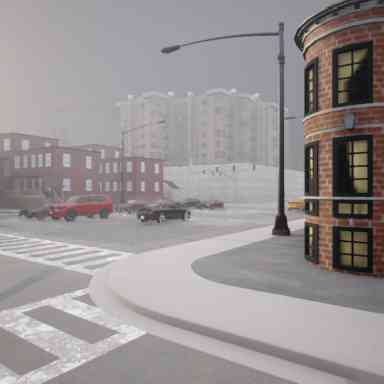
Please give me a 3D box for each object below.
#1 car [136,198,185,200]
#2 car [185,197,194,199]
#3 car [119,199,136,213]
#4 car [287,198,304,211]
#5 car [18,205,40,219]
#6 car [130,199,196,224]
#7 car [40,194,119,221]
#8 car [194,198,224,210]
[{"bbox_3d":[-3.313,1.478,35.610,1.882,1.535,5.008,0,0,36],"label":"car"},{"bbox_3d":[-0.682,1.491,45.275,2.128,1.511,4.902,0,0,36],"label":"car"},{"bbox_3d":[-6.460,1.526,37.213,1.812,1.442,4.674,0,0,35],"label":"car"},{"bbox_3d":[13.184,1.478,40.296,1.882,1.535,5.008,0,0,36],"label":"car"},{"bbox_3d":[-12.189,1.547,29.221,2.033,1.411,5.357,0,0,36],"label":"car"},{"bbox_3d":[-2.031,1.505,25.087,1.837,1.490,4.892,0,0,36],"label":"car"},{"bbox_3d":[-9.109,1.221,27.509,2.150,2.045,5.566,0,0,36],"label":"car"},{"bbox_3d":[2.538,1.564,43.761,1.994,1.385,4.181,0,0,35],"label":"car"}]
